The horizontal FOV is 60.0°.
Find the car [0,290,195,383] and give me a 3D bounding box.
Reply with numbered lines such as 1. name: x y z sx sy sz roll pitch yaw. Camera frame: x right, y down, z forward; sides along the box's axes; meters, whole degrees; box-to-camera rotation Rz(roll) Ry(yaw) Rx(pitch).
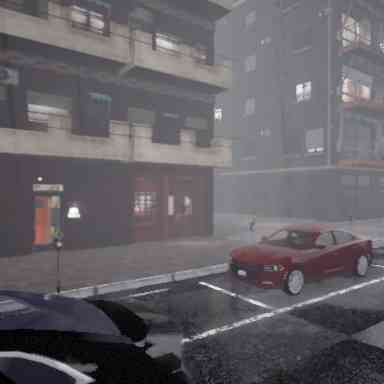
1. car: -2.239 1.491 1.781 4.902 1.511 2.128 0 0 -35

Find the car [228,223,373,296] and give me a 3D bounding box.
1. car: 2.941 1.547 8.652 4.507 1.381 1.887 0 0 -35
